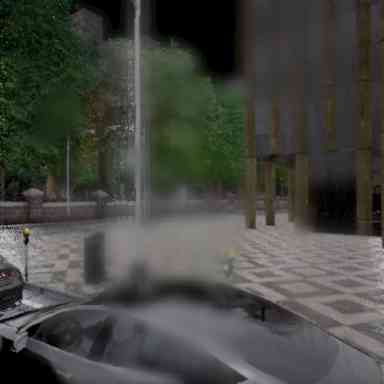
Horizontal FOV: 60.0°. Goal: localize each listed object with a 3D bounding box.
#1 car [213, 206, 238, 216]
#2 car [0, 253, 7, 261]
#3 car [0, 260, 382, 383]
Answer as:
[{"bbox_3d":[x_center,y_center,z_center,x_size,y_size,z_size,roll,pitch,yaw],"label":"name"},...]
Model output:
[{"bbox_3d":[4.601,2.567,45.881,1.994,1.385,4.181,-1,-2,35],"label":"car"},{"bbox_3d":[-5.012,1.598,6.514,4.403,1.369,2.008,0,0,35],"label":"car"},{"bbox_3d":[-0.513,1.580,3.327,4.313,1.339,1.947,0,0,35],"label":"car"}]
